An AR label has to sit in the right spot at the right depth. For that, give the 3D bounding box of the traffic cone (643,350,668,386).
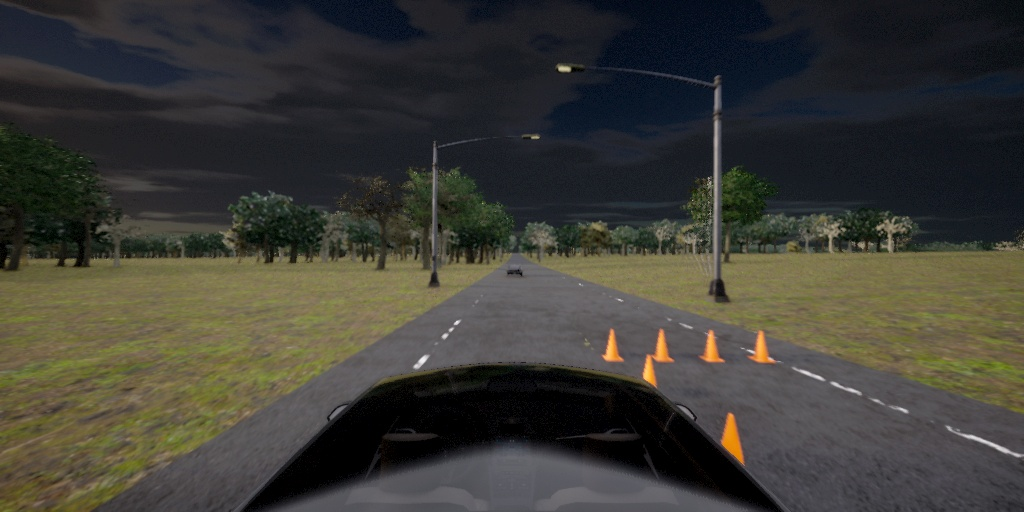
[{"bbox_3d":[2.013,1.757,5.270,0.340,0.580,0.340,0,0,0],"label":"traffic cone"}]

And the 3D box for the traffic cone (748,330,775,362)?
[{"bbox_3d":[5.029,1.803,7.244,0.340,0.580,0.340,0,0,0],"label":"traffic cone"}]

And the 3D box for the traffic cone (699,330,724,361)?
[{"bbox_3d":[4.029,1.794,7.253,0.340,0.580,0.340,0,0,0],"label":"traffic cone"}]

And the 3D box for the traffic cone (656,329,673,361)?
[{"bbox_3d":[3.029,1.785,7.261,0.340,0.580,0.340,0,0,0],"label":"traffic cone"}]

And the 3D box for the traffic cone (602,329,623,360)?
[{"bbox_3d":[2.030,1.775,7.269,0.340,0.580,0.340,0,0,0],"label":"traffic cone"}]

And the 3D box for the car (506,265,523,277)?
[{"bbox_3d":[0.302,1.644,40.645,1.895,1.301,4.718,1,0,0],"label":"car"}]

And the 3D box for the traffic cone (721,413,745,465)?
[{"bbox_3d":[1.997,1.739,3.270,0.340,0.580,0.340,0,0,0],"label":"traffic cone"}]
